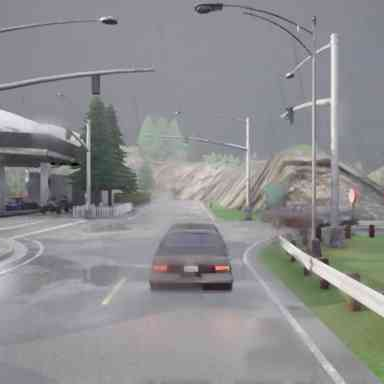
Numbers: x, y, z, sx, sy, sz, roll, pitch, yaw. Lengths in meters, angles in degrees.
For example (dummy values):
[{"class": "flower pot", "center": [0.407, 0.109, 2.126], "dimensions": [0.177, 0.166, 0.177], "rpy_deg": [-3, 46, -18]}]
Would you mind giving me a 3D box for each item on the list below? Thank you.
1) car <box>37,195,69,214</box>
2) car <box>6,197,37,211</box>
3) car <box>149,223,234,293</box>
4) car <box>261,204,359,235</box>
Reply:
[{"class": "car", "center": [-14.558, 1.306, 35.617], "dimensions": [1.905, 1.878, 3.866], "rpy_deg": [0, 0, -1]}, {"class": "car", "center": [-20.269, 1.472, 39.890], "dimensions": [2.242, 1.667, 4.611], "rpy_deg": [0, 0, -1]}, {"class": "car", "center": [0.028, 1.546, 8.991], "dimensions": [2.033, 1.411, 5.357], "rpy_deg": [0, 0, 1]}, {"class": "car", "center": [6.065, 1.357, 17.799], "dimensions": [2.033, 1.411, 5.357], "rpy_deg": [0, 0, -31]}]
